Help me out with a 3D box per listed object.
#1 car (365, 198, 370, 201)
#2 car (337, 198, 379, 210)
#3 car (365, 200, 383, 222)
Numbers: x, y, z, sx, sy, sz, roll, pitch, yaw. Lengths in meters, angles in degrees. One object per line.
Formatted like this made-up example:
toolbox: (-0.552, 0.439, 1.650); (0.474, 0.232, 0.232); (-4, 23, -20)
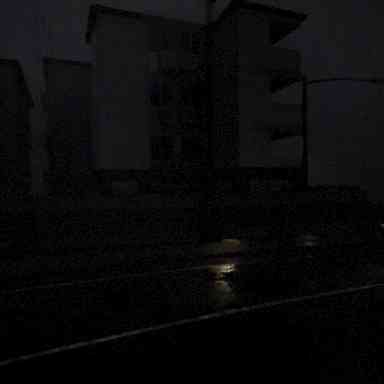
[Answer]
car: (17.617, 1.550, 28.704); (2.033, 1.411, 5.357); (-1, 1, -19)
car: (20.848, 1.450, 41.971); (1.895, 1.301, 4.718); (-1, 1, -18)
car: (14.312, 1.651, 27.577); (1.895, 1.301, 4.718); (-1, 1, -19)
